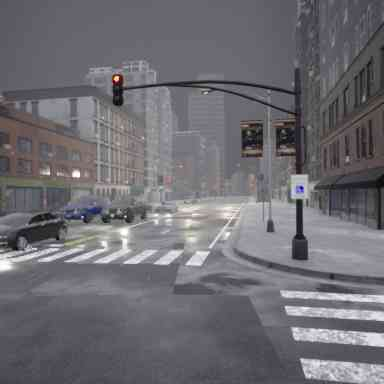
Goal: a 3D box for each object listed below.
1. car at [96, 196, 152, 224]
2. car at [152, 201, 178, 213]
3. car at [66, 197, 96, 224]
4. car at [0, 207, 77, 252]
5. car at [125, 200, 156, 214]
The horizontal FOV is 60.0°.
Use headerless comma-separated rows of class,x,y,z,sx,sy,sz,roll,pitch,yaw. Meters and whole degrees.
car,-5.279,1.372,26.758,2.150,2.045,5.566,-1,0,10
car,-3.012,1.779,39.389,1.895,1.301,4.718,-1,0,10
car,-8.520,1.413,27.084,2.150,2.045,5.566,-1,0,10
car,-7.401,1.634,14.834,1.837,1.490,4.892,-1,0,10
car,-6.147,1.768,40.307,2.033,1.411,5.357,-1,0,10
